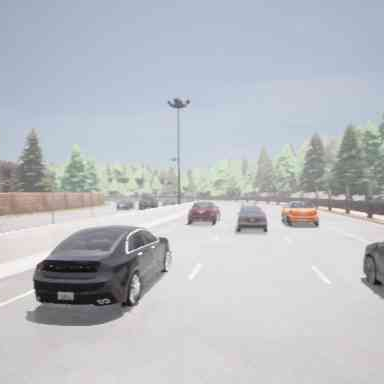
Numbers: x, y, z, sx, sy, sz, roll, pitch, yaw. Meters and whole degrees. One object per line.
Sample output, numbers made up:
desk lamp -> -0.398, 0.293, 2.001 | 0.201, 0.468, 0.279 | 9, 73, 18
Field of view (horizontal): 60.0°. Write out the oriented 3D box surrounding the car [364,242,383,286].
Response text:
car -> 4.995, 1.498, 6.509 | 2.128, 1.511, 4.902 | 0, 0, 9

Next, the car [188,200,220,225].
car -> 1.003, 1.517, 25.962 | 2.097, 1.767, 4.553 | 0, 0, 9

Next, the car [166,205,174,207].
car -> -3.201, 1.831, 47.300 | 2.128, 1.511, 4.902 | 0, -1, 5

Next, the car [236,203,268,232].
car -> 3.777, 1.660, 21.120 | 2.033, 1.411, 5.357 | 0, 0, 9

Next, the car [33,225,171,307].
car -> -1.825, 1.574, 8.193 | 1.837, 1.490, 4.892 | 0, 0, 9

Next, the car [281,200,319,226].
car -> 7.874, 1.457, 24.594 | 2.097, 1.767, 4.553 | 0, 0, 9
